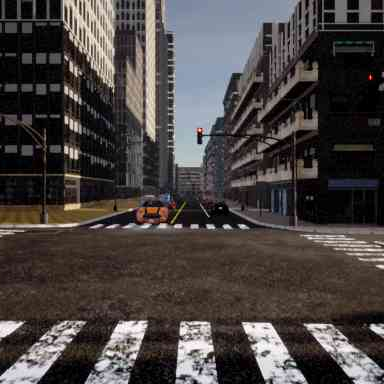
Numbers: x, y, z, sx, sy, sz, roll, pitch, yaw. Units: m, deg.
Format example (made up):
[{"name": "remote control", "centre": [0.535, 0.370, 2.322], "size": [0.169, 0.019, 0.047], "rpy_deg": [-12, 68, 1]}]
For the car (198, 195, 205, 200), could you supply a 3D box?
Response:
[{"name": "car", "centre": [2.777, 1.590, 94.658], "size": [1.947, 1.339, 4.313], "rpy_deg": [0, 0, 0]}]

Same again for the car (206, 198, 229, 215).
[{"name": "car", "centre": [2.720, 1.568, 33.802], "size": [1.947, 1.339, 4.313], "rpy_deg": [0, 0, 0]}]

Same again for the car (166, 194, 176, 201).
[{"name": "car", "centre": [-5.609, 1.337, 89.012], "size": [2.192, 1.841, 5.009], "rpy_deg": [0, 0, 0]}]

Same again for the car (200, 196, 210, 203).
[{"name": "car", "centre": [2.756, 1.559, 72.040], "size": [1.887, 1.381, 4.507], "rpy_deg": [0, 0, 0]}]

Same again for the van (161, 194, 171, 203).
[{"name": "van", "centre": [-5.625, 1.355, 72.048], "size": [1.690, 1.788, 3.998], "rpy_deg": [0, 0, 0]}]

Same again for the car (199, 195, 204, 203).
[{"name": "car", "centre": [2.745, 1.561, 60.732], "size": [2.008, 1.369, 4.403], "rpy_deg": [0, 0, 0]}]

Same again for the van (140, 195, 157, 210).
[{"name": "van", "centre": [-5.652, 1.346, 43.777], "size": [1.690, 1.788, 3.998], "rpy_deg": [0, 0, 0]}]

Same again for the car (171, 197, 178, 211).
[{"name": "car", "centre": [-3.060, 1.605, 40.844], "size": [1.895, 1.301, 4.718], "rpy_deg": [0, 0, 0]}]

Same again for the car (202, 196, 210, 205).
[{"name": "car", "centre": [2.729, 1.550, 43.769], "size": [1.887, 1.381, 4.507], "rpy_deg": [0, 0, 0]}]

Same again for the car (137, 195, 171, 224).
[{"name": "car", "centre": [-2.818, 1.352, 24.338], "size": [2.097, 1.767, 4.553], "rpy_deg": [0, 0, -3]}]

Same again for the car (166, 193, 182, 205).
[{"name": "car", "centre": [-2.964, 1.235, 61.501], "size": [2.150, 2.045, 5.566], "rpy_deg": [0, 0, 1]}]
